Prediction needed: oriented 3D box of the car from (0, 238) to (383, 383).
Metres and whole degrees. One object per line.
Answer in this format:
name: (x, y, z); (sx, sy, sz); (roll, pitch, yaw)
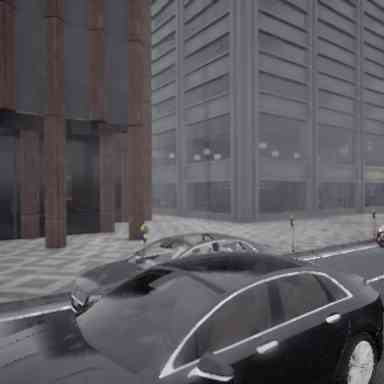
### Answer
car: (0.170, 1.497, 3.504); (4.892, 1.490, 1.837); (0, 0, -36)

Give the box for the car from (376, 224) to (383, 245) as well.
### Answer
car: (9.071, 1.387, 13.177); (4.097, 1.590, 1.967); (0, 0, -36)

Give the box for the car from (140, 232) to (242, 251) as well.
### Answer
car: (-0.085, 1.537, 6.602); (4.403, 1.369, 2.008); (0, 0, -36)
